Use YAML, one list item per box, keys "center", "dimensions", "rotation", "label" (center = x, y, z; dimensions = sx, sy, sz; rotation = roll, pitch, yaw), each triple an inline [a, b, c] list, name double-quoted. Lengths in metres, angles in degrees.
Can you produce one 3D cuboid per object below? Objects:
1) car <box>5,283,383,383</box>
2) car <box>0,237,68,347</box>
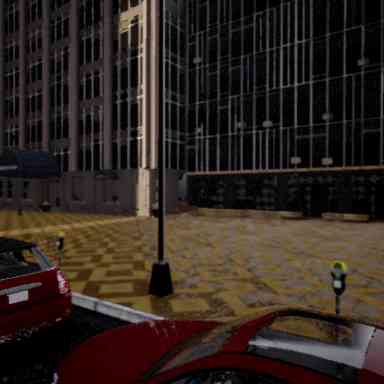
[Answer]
- center: [0.641, 1.586, 2.408]
  dimensions: [4.206, 1.307, 1.802]
  rotation: [0, 0, 35]
  label: "car"
- center: [-3.955, 1.475, 5.683]
  dimensions: [4.097, 1.590, 1.967]
  rotation: [0, 0, 35]
  label: "car"
